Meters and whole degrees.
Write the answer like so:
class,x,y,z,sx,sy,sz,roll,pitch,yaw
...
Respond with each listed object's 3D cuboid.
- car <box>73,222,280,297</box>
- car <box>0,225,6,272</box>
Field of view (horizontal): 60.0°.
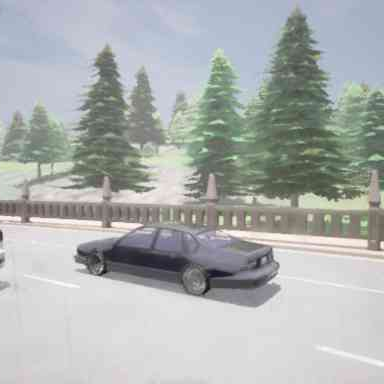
class,x,y,z,sx,sy,sz,roll,pitch,yaw
car,-0.601,1.482,8.412,5.357,1.411,2.033,0,0,32
car,-6.902,1.134,8.066,5.566,2.045,2.150,0,0,30
